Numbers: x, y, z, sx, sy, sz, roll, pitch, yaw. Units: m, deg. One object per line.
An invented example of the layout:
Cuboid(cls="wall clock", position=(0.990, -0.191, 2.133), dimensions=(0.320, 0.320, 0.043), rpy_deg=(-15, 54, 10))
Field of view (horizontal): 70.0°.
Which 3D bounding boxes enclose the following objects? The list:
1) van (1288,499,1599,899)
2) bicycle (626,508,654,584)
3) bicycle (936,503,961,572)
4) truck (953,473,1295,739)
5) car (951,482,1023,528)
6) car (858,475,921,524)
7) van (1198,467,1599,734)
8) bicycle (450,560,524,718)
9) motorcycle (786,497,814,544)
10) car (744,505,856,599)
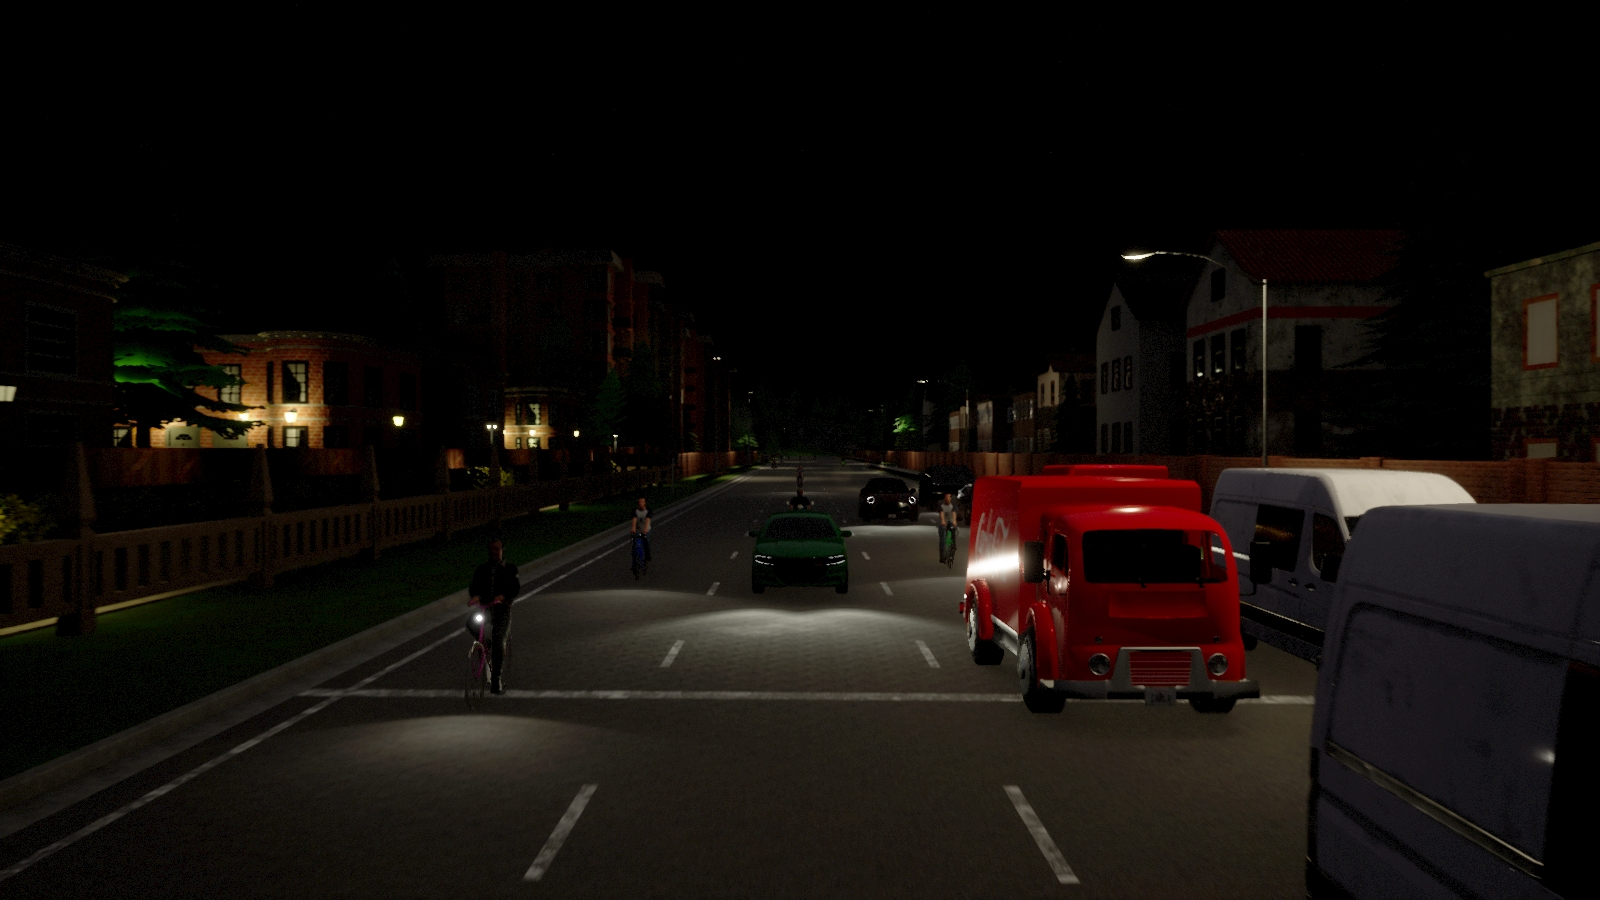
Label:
Cuboid(cls="van", position=(3.504, 1.534, 2.920), dimensions=(1.988, 2.561, 5.915), rpy_deg=(0, 0, 0))
Cuboid(cls="bicycle", position=(-3.461, 2.055, 24.851), dimensions=(0.373, 1.496, 1.643), rpy_deg=(0, 0, 0))
Cuboid(cls="bicycle", position=(3.519, 2.055, 27.155), dimensions=(0.373, 1.496, 1.643), rpy_deg=(0, 0, 0))
Cuboid(cls="truck", position=(3.500, 1.566, 13.704), dimensions=(2.627, 2.467, 5.204), rpy_deg=(0, 0, 0))
Cuboid(cls="car", position=(6.997, 2.038, 43.170), dimensions=(2.007, 1.525, 4.514), rpy_deg=(0, 0, 0))
Cuboid(cls="car", position=(3.471, 1.904, 45.234), dimensions=(2.097, 1.767, 4.553), rpy_deg=(0, 0, 0))
Cuboid(cls="van", position=(7.003, 1.534, 14.270), dimensions=(1.988, 2.561, 5.915), rpy_deg=(0, 0, 0))
Cuboid(cls="bicycle", position=(-3.492, 2.059, 12.846), dimensions=(0.329, 1.471, 1.835), rpy_deg=(0, 0, 0))
Cuboid(cls="motorcycle", position=(0.000, 2.140, 35.027), dimensions=(0.856, 1.316, 1.805), rpy_deg=(0, 0, 0))
Cuboid(cls="car", position=(0.001, 2.033, 23.923), dimensions=(2.097, 1.535, 5.006), rpy_deg=(0, 0, 0))
